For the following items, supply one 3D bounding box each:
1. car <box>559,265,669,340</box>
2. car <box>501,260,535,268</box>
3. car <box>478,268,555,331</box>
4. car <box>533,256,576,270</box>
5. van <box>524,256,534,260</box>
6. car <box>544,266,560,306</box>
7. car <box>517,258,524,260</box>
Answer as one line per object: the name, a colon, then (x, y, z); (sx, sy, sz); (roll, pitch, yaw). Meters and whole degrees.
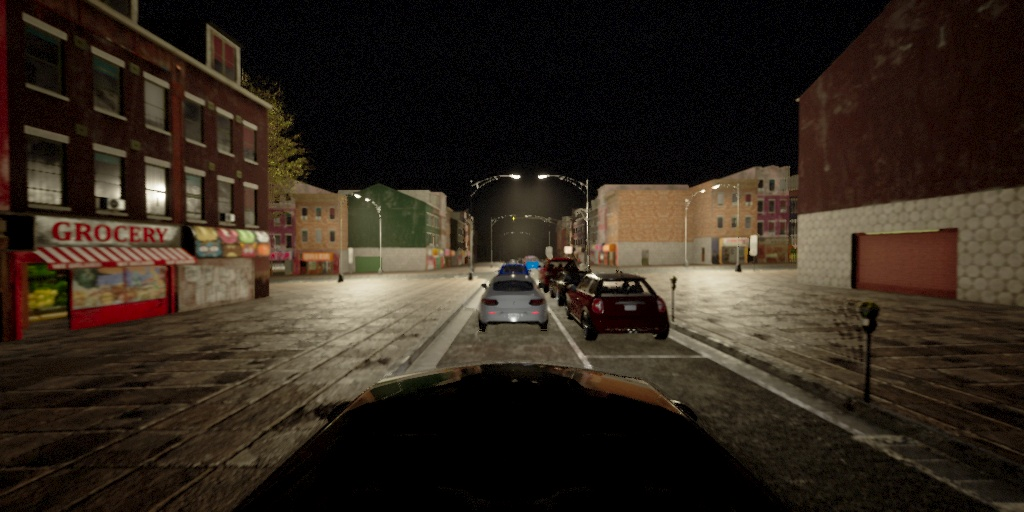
car: (2.638, 1.167, 9.896); (1.967, 1.591, 4.097); (0, 0, 0)
car: (0.118, 1.180, 20.414); (1.882, 1.535, 5.008); (0, 0, 0)
car: (0.024, 1.251, 10.798); (1.812, 1.442, 4.674); (0, 0, 0)
car: (2.638, 1.016, 20.700); (2.192, 1.841, 5.009); (0, 0, 0)
van: (2.640, 0.996, 47.061); (1.690, 1.789, 3.998); (0, 0, 0)
car: (2.638, 1.280, 15.298); (1.948, 1.339, 4.313); (0, 0, 0)
car: (0.102, 1.204, 46.209); (2.033, 1.411, 5.357); (0, 0, 0)
